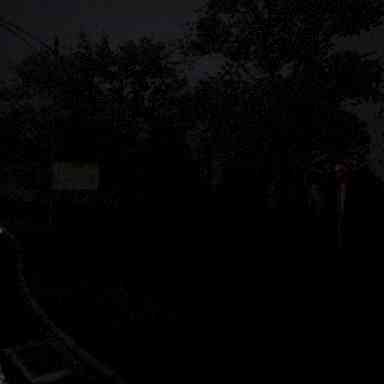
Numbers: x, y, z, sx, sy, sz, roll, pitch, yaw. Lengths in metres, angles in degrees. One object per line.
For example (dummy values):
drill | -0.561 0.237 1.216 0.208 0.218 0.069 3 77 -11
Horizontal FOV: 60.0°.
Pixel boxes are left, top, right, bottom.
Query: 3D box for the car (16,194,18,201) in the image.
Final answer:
car | -40.465 1.445 70.849 4.674 1.452 2.002 2 -2 -21

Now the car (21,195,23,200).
car | -43.435 1.659 78.559 4.792 1.488 2.163 2 -2 -21

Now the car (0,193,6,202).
car | -35.455 0.963 58.026 4.892 1.521 2.231 2 -3 -21

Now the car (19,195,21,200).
car | -42.491 1.588 75.974 4.792 1.488 2.163 2 -2 -21

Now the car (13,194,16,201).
car | -39.486 1.200 68.274 4.553 1.767 2.185 2 -2 -21

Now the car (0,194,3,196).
car | -33.466 0.765 52.893 4.892 1.521 2.231 2 -3 -21

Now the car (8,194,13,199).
car | -37.634 1.141 63.088 5.366 1.575 1.946 2 -3 -21
